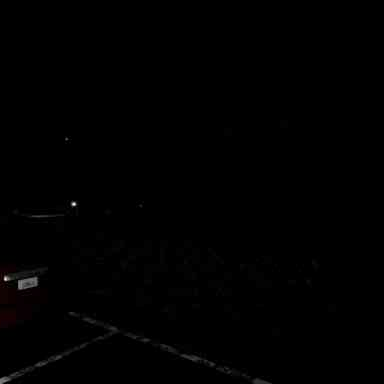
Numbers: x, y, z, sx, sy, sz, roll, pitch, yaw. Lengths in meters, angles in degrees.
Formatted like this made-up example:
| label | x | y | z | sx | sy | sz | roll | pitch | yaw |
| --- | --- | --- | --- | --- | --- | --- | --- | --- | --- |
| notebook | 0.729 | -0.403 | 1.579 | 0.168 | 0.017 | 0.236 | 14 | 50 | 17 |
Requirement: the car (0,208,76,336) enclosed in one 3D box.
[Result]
| label | x | y | z | sx | sy | sz | roll | pitch | yaw |
| --- | --- | --- | --- | --- | --- | --- | --- | --- | --- |
| car | -4.142 | 1.317 | 5.907 | 5.009 | 1.841 | 2.192 | 0 | -1 | 36 |

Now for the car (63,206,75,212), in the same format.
| label | x | y | z | sx | sy | sz | roll | pitch | yaw |
| --- | --- | --- | --- | --- | --- | --- | --- | --- | --- |
| car | -12.163 | 1.838 | 37.951 | 1.895 | 1.301 | 4.718 | -1 | -1 | 36 |

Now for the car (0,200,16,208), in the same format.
| label | x | y | z | sx | sy | sz | roll | pitch | yaw |
| --- | --- | --- | --- | --- | --- | --- | --- | --- | --- |
| car | -18.239 | 1.503 | 29.766 | 2.097 | 1.767 | 4.553 | -1 | -1 | 37 |
